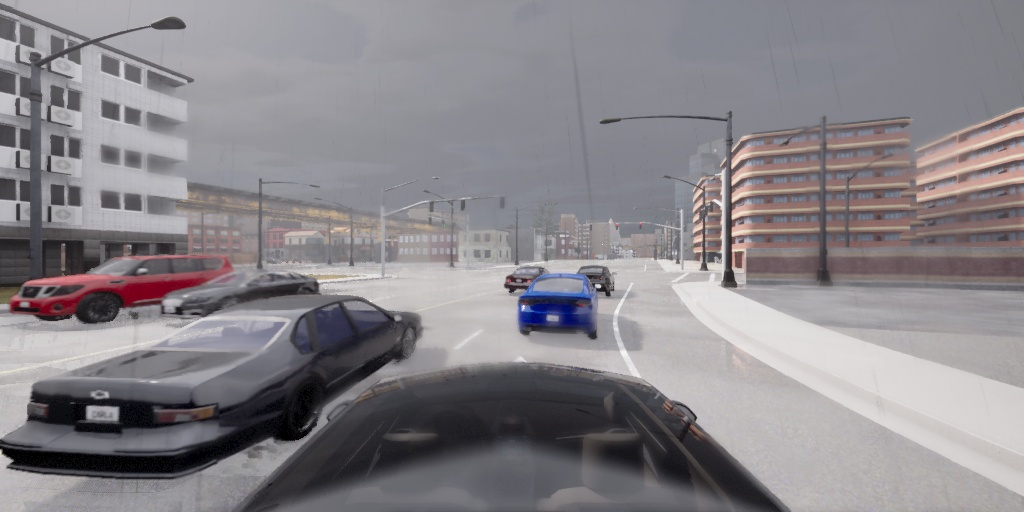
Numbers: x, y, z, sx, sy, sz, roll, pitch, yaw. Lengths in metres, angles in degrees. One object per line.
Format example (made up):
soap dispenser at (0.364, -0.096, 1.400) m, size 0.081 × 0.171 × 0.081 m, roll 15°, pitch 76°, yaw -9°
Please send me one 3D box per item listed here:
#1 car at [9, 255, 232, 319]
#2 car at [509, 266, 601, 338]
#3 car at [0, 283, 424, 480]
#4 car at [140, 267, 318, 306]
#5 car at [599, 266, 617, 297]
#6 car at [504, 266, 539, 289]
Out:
car at (-12.640, 0.972, 12.447) m, size 2.150 × 2.045 × 5.566 m, roll 0°, pitch 0°, yaw 13°
car at (1.501, 1.228, 10.319) m, size 1.882 × 1.535 × 5.008 m, roll 0°, pitch 0°, yaw 14°
car at (-3.023, 1.298, 5.349) m, size 2.033 × 1.411 × 5.357 m, roll 0°, pitch 0°, yaw 5°
car at (-9.018, 1.241, 12.458) m, size 2.128 × 1.511 × 4.902 m, roll 0°, pitch 0°, yaw 15°
car at (4.447, 1.255, 19.236) m, size 1.837 × 1.490 × 4.892 m, roll 0°, pitch 0°, yaw 19°
car at (1.215, 1.297, 20.549) m, size 2.033 × 1.411 × 5.357 m, roll 0°, pitch 0°, yaw 20°
